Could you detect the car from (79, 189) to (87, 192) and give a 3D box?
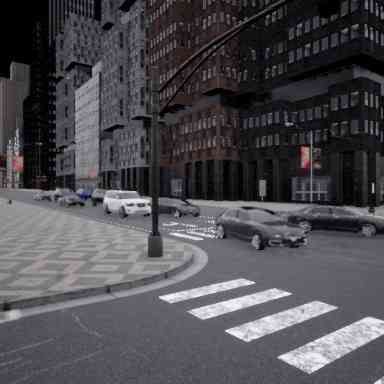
[{"bbox_3d":[-18.166,0.433,55.689,2.150,2.045,5.566,0,1,-36],"label":"car"}]

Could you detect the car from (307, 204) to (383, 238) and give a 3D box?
[{"bbox_3d":[7.459,1.393,17.096,4.892,1.490,1.837,0,2,31],"label":"car"}]

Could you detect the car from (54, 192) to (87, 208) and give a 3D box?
[{"bbox_3d":[-13.962,1.016,38.429,2.033,1.411,5.357,0,1,-35],"label":"car"}]

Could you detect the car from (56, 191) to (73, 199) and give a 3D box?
[{"bbox_3d":[-24.955,0.532,65.093,1.837,1.490,4.892,0,1,-36],"label":"car"}]

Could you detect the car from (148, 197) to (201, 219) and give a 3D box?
[{"bbox_3d":[-1.250,1.216,26.356,1.837,1.490,4.892,0,1,-36],"label":"car"}]

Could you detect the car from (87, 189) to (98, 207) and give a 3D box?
[{"bbox_3d":[-9.687,0.719,38.044,2.150,2.045,5.566,0,2,-36],"label":"car"}]

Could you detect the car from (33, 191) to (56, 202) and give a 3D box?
[{"bbox_3d":[-23.042,0.824,51.167,2.033,1.411,5.357,0,1,-36],"label":"car"}]

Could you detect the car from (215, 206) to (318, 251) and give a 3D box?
[{"bbox_3d":[2.626,1.398,13.812,1.837,1.490,4.892,1,0,-22],"label":"car"}]

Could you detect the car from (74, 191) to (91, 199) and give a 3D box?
[{"bbox_3d":[-21.885,0.564,66.395,1.812,1.442,4.674,0,1,-36],"label":"car"}]

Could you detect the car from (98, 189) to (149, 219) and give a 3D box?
[{"bbox_3d":[-5.214,0.907,26.291,2.150,2.045,5.566,0,0,-35],"label":"car"}]

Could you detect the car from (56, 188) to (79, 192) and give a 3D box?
[{"bbox_3d":[-20.308,0.437,52.929,2.150,2.045,5.566,0,1,-36],"label":"car"}]
